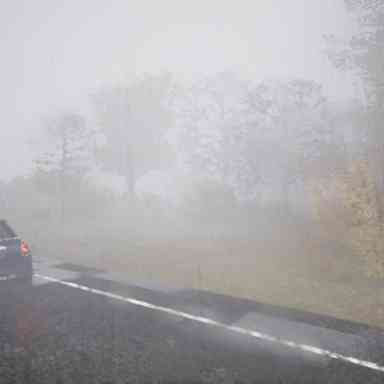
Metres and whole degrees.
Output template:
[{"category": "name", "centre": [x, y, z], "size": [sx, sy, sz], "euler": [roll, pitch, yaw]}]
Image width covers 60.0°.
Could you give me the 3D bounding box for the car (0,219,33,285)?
[{"category": "car", "centre": [-6.025, 1.368, 8.316], "size": [4.553, 1.767, 2.097], "euler": [0, 0, 36]}]
